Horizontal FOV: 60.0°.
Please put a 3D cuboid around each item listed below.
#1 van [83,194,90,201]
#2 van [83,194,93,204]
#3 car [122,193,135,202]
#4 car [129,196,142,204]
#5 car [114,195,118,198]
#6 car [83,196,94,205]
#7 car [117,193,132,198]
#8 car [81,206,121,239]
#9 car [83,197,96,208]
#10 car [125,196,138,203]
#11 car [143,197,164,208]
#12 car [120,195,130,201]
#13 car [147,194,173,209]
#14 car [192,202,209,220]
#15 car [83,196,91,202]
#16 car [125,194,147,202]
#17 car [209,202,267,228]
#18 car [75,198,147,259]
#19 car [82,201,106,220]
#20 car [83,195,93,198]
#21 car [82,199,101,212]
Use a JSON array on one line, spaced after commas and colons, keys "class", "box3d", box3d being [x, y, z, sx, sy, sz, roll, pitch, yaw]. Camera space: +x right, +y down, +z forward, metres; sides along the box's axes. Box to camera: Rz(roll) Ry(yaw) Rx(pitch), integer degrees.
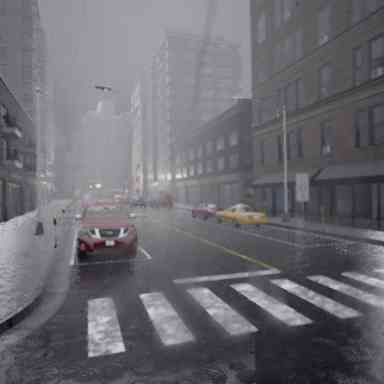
[{"class": "van", "box3d": [-27.199, 1.439, 86.006, 1.690, 1.788, 3.998, 0, 0, -18]}, {"class": "van", "box3d": [-20.400, 1.368, 65.158, 1.690, 1.788, 3.998, 0, 0, -18]}, {"class": "car", "box3d": [-13.995, 1.230, 73.010, 2.192, 1.841, 5.009, 0, 0, -18]}, {"class": "car", "box3d": [-10.646, 1.413, 62.746, 1.752, 1.417, 4.829, 0, 0, -18]}, {"class": "car", "box3d": [-19.094, 1.411, 88.648, 1.967, 1.590, 4.097, 0, 0, -18]}, {"class": "car", "box3d": [-18.646, 1.539, 59.784, 1.752, 1.417, 4.829, 0, 0, -18]}, {"class": "car", "box3d": [-10.440, 1.418, 53.480, 1.837, 1.490, 4.892, -1, 0, -18]}, {"class": "car", "box3d": [-5.098, 1.538, 18.253, 1.887, 1.381, 4.507, 0, 0, -18]}, {"class": "car", "box3d": [-15.298, 1.541, 49.522, 1.887, 1.381, 4.507, 0, 0, -18]}, {"class": "car", "box3d": [-12.295, 1.451, 67.798, 2.008, 1.369, 4.403, 0, 0, -18]}, {"class": "car", "box3d": [-5.493, 1.416, 46.949, 2.008, 1.369, 4.403, 0, 0, -18]}, {"class": "car", "box3d": [-15.747, 1.459, 78.384, 1.752, 1.417, 4.829, 0, 0, -18]}, {"class": "car", "box3d": [-3.794, 1.176, 41.737, 2.192, 1.841, 5.009, 0, 0, -18]}, {"class": "car", "box3d": [1.308, 1.443, 26.101, 1.802, 1.307, 4.206, 0, 0, -18]}, {"class": "car", "box3d": [-25.499, 1.644, 80.793, 1.947, 1.339, 4.313, 0, 0, -18]}, {"class": "car", "box3d": [-7.224, 1.407, 43.784, 1.837, 1.490, 4.892, -1, 0, -18]}, {"class": "car", "box3d": [2.955, 1.391, 21.050, 1.752, 1.417, 4.829, 0, 0, -18]}, {"class": "car", "box3d": [-3.398, 1.315, 13.042, 2.192, 1.841, 5.009, 0, 0, -18]}, {"class": "car", "box3d": [-8.498, 1.531, 28.676, 1.887, 1.381, 4.507, 0, 0, -18]}, {"class": "car", "box3d": [-10.199, 1.426, 33.888, 1.967, 1.590, 4.097, 0, 0, -18]}, {"class": "car", "box3d": [-11.899, 1.539, 39.100, 2.008, 1.369, 4.403, 0, 0, -18]}]
